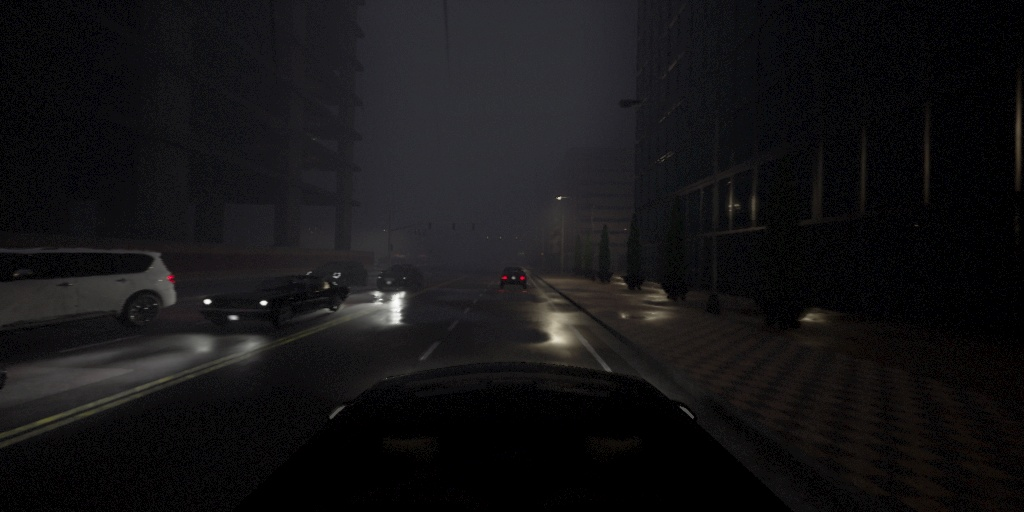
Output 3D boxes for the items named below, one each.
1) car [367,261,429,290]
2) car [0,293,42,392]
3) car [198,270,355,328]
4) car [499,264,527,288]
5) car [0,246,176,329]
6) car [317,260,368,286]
[{"bbox_3d":[-6.988,1.277,22.867,2.128,1.511,4.902,1,-1,0],"label":"car"},{"bbox_3d":[-7.095,1.167,2.520,1.994,1.385,4.181,1,-1,0],"label":"car"},{"bbox_3d":[-7.056,1.282,11.306,1.895,1.301,4.718,1,-1,0],"label":"car"},{"bbox_3d":[0.110,1.522,26.263,2.033,1.411,5.357,1,-1,0],"label":"car"},{"bbox_3d":[-10.563,0.795,7.754,2.150,2.045,5.566,1,-1,0],"label":"car"},{"bbox_3d":[-10.491,1.050,21.768,2.097,1.767,4.553,1,0,0],"label":"car"}]
